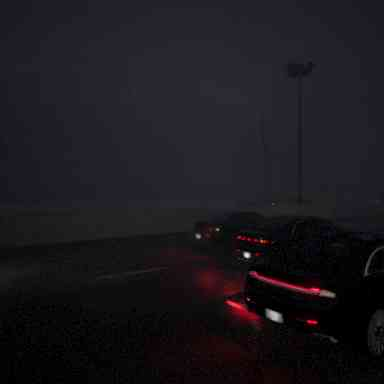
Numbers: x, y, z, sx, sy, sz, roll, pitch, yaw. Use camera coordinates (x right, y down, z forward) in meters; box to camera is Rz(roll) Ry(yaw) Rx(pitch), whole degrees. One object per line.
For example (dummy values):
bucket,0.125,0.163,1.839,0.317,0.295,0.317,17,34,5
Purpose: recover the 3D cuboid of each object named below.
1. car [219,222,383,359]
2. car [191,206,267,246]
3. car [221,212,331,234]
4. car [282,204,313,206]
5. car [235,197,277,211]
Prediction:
car,3.092,1.469,5.963,4.902,1.511,2.128,0,0,-36
car,2.111,1.488,13.868,4.674,1.442,1.812,0,0,-36
car,3.474,1.471,10.542,4.892,1.490,1.837,0,0,-36
car,10.109,1.374,32.749,5.008,1.535,1.882,0,0,-36
car,7.653,1.366,39.596,5.008,1.535,1.882,0,0,-36
